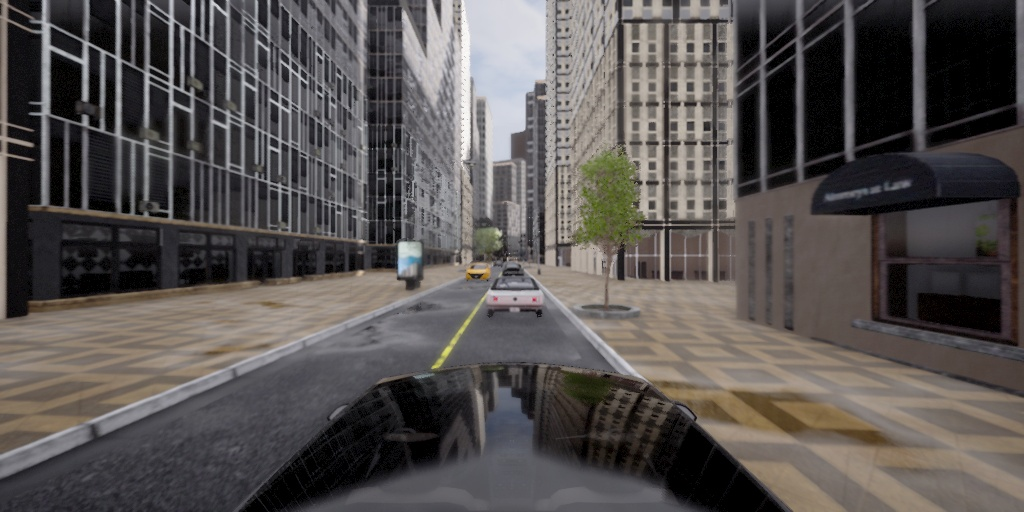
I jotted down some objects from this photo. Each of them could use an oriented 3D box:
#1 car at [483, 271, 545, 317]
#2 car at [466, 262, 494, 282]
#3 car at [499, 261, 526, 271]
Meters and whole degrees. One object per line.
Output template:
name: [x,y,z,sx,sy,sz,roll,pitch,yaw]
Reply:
car: [0.101,1.399,13.429,1.895,1.301,4.718,0,0,0]
car: [-2.838,1.363,31.005,1.882,1.535,5.008,0,0,0]
car: [0.106,1.388,30.654,1.837,1.490,4.892,0,0,0]
